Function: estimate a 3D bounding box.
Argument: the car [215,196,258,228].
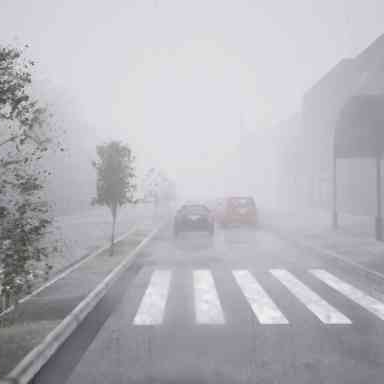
[{"bbox_3d":[3.068,1.302,22.763,2.435,2.045,5.566,0,0,0],"label":"car"}]

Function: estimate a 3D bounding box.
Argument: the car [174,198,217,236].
[{"bbox_3d":[0.115,1.413,19.148,2.097,1.767,4.553,0,0,0],"label":"car"}]

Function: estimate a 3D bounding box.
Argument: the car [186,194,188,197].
[{"bbox_3d":[0.306,1.650,83.891,2.097,1.535,5.008,0,0,-6],"label":"car"}]

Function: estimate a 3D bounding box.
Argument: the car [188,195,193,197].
[{"bbox_3d":[0.903,1.650,78.360,2.231,1.521,4.892,0,0,-5],"label":"car"}]

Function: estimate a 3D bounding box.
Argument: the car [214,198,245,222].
[{"bbox_3d":[3.072,1.443,28.249,2.185,1.767,4.553,0,0,0],"label":"car"}]

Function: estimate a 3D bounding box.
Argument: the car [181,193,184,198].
[{"bbox_3d":[-1.116,1.642,95.123,1.946,1.575,5.366,0,0,-8],"label":"car"}]

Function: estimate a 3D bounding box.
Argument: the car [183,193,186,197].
[{"bbox_3d":[-0.346,1.649,89.421,2.097,1.535,5.008,0,0,-7],"label":"car"}]
